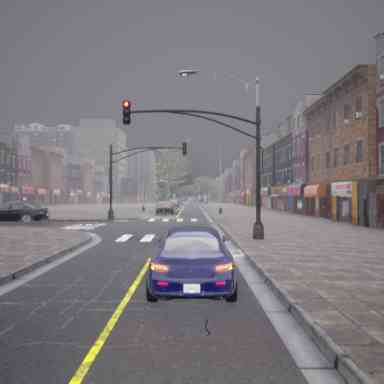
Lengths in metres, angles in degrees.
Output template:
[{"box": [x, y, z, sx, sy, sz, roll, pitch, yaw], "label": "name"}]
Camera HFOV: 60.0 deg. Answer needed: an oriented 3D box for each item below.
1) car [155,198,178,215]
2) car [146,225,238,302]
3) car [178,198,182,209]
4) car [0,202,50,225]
[{"box": [-2.891, 1.661, 36.394, 1.882, 1.535, 5.008, 0, 0, 0], "label": "car"}, {"box": [-0.003, 1.535, 8.159, 1.812, 1.442, 4.674, 0, 0, 0], "label": "car"}, {"box": [-2.896, 1.853, 52.530, 1.812, 1.442, 4.674, 0, -1, 0], "label": "car"}, {"box": [-12.638, 1.432, 23.404, 5.008, 1.535, 1.882, 1, 0, 0], "label": "car"}]
